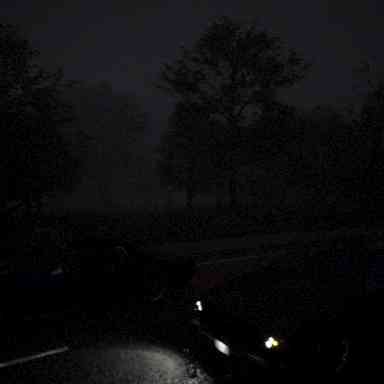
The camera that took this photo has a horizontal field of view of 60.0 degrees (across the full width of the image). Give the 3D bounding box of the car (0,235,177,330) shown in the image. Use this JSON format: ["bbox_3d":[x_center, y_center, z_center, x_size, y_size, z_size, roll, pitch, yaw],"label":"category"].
[{"bbox_3d":[-2.336,1.583,6.460,4.718,1.301,1.895,0,0,-34],"label":"car"}]

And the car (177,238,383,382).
[{"bbox_3d":[2.614,1.538,5.568,5.357,1.411,2.033,0,0,-33],"label":"car"}]
